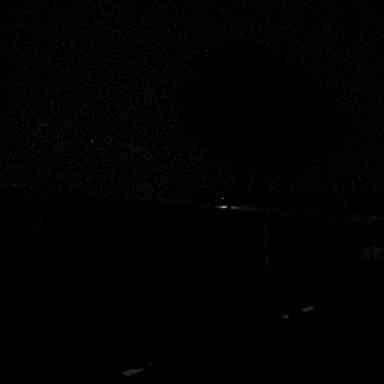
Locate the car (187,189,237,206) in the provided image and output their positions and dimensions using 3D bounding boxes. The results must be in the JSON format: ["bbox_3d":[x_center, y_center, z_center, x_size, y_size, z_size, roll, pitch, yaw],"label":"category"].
[{"bbox_3d":[1.686,0.427,30.180,2.033,1.411,5.357,2,0,-35],"label":"car"}]
